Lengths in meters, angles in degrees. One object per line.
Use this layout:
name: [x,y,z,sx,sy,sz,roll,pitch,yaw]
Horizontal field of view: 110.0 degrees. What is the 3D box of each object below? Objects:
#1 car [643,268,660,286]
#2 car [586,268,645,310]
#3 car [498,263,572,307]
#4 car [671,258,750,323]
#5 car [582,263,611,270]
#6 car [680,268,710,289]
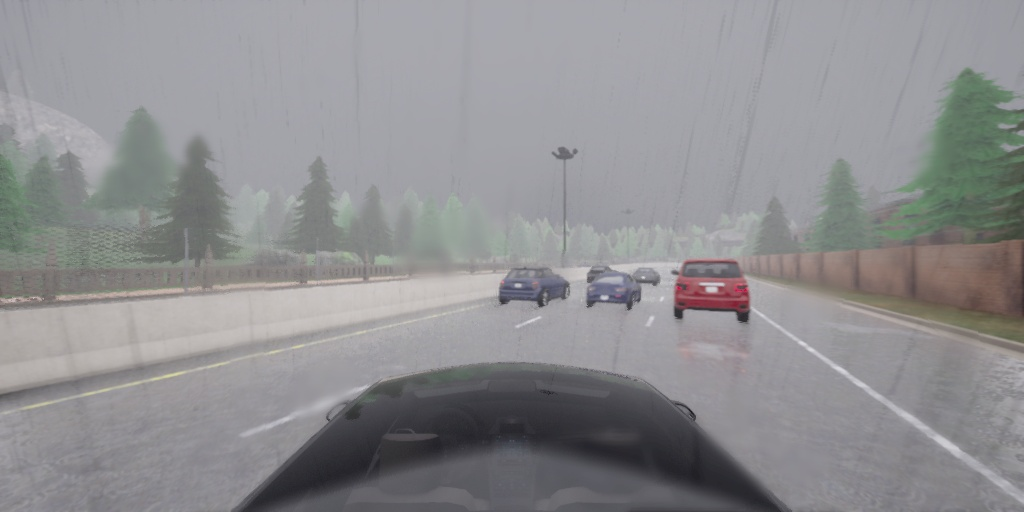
car: [10.821,1.624,29.027,1.994,1.385,4.181,0,-1,26]
car: [4.548,1.436,15.826,1.812,1.442,4.674,0,-1,26]
car: [1.182,1.278,16.906,2.097,1.767,4.553,0,-1,26]
car: [7.132,1.102,13.143,2.150,2.045,5.566,0,0,26]
car: [7.654,1.587,30.527,1.837,1.490,4.892,0,0,26]
car: [13.864,1.637,27.289,1.895,1.301,4.718,0,-1,26]
